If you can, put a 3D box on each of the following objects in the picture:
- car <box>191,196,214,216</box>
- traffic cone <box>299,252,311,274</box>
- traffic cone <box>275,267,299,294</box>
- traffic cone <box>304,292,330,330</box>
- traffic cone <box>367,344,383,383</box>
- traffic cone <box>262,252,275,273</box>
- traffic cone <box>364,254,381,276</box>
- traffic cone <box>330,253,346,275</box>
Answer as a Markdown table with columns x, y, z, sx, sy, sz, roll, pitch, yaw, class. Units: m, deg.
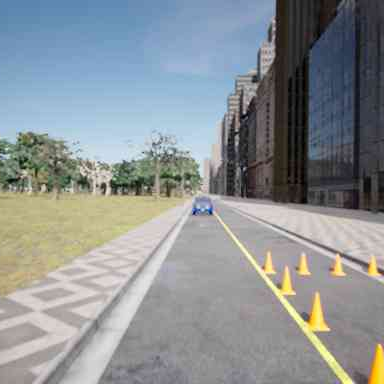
| x | y | z | sx | sy | sz | roll | pitch | yaw | class |
| --- | --- | --- | --- | --- | --- | --- | --- | --- | --- |
| 1.153 | 1.440 | 35.876 | 2.150 | 2.045 | 5.566 | 1 | 0 | 1 | car |
| 3.249 | 2.063 | 9.721 | 0.340 | 0.580 | 0.340 | 1 | 0 | 1 | traffic cone |
| 2.202 | 2.035 | 7.746 | 0.340 | 0.580 | 0.340 | 1 | 0 | 1 | traffic cone |
| 2.155 | 2.023 | 5.746 | 0.340 | 0.580 | 0.340 | 1 | 0 | 1 | traffic cone |
| 2.108 | 2.012 | 3.747 | 0.340 | 0.580 | 0.340 | 1 | 0 | 1 | traffic cone |
| 2.249 | 2.047 | 9.745 | 0.340 | 0.580 | 0.340 | 1 | 0 | 1 | traffic cone |
| 5.248 | 2.096 | 9.674 | 0.340 | 0.580 | 0.340 | 1 | 0 | 1 | traffic cone |
| 4.248 | 2.080 | 9.698 | 0.340 | 0.580 | 0.340 | 1 | 0 | 1 | traffic cone |
